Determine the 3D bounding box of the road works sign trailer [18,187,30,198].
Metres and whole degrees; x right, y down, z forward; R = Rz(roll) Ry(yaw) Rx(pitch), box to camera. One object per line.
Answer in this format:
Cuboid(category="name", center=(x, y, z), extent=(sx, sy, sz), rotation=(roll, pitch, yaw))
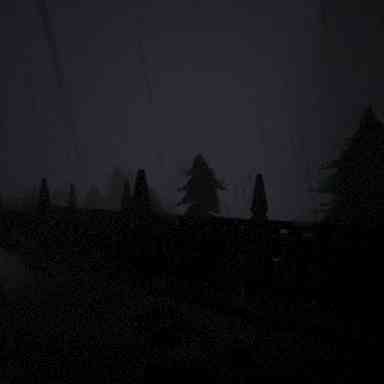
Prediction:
Cuboid(category="road works sign trailer", center=(-34.649, 0.709, 68.764), extent=(2.380, 3.560, 2.880), rotation=(0, 0, 3))
